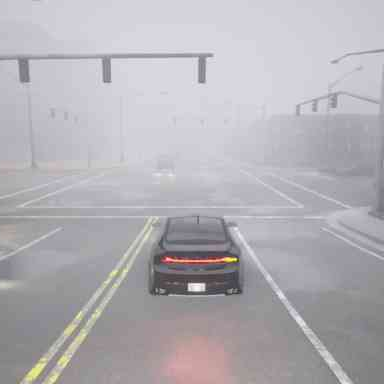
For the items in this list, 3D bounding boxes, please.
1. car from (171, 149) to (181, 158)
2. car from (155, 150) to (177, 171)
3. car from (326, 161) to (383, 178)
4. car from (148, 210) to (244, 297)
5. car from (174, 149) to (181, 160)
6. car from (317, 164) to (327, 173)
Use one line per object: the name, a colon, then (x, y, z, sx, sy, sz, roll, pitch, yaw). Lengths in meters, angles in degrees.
car: (-3.486, -8.612, 73.513, 2.097, 1.767, 4.553, 0, 9, 0)
car: (-3.303, -3.710, 40.835, 2.150, 2.045, 5.566, -1, 9, -5)
car: (16.649, -2.154, 32.869, 5.357, 1.411, 2.033, 0, 9, 2)
car: (0.073, 1.200, 8.032, 1.837, 1.490, 4.892, 0, 4, 0)
car: (-3.540, -6.818, 63.132, 2.033, 1.411, 5.357, 0, 9, 0)
car: (15.943, -2.671, 36.330, 4.181, 1.385, 1.994, 0, 9, 0)
